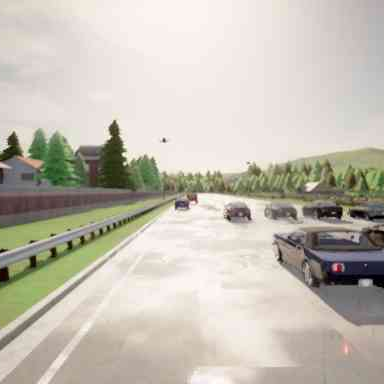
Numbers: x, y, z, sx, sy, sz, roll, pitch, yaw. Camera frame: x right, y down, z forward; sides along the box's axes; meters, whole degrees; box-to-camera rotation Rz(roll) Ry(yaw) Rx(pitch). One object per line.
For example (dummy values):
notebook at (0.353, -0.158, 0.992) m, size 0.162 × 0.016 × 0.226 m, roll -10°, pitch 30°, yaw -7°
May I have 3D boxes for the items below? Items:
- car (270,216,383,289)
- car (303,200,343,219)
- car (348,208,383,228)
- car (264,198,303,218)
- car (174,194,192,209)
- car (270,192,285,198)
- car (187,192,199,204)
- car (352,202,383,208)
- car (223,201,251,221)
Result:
car at (3.597, 1.581, 9.092) m, size 1.895 × 1.301 × 4.718 m, roll 0°, pitch 0°, yaw 0°
car at (10.596, 1.418, 27.370) m, size 1.882 × 1.535 × 5.008 m, roll 0°, pitch 0°, yaw 0°
car at (7.097, 1.469, 10.384) m, size 2.128 × 1.511 × 4.902 m, roll 0°, pitch 0°, yaw 0°
car at (7.097, 1.467, 26.819) m, size 1.812 × 1.442 × 4.674 m, roll 0°, pitch 0°, yaw 0°
car at (-1.228, 1.386, 42.528) m, size 1.882 × 1.535 × 5.008 m, roll 0°, pitch 0°, yaw 0°
car at (22.915, 1.020, 88.638) m, size 3.866 × 1.878 × 1.905 m, roll 0°, pitch 0°, yaw 0°
car at (-0.002, 1.087, 60.335) m, size 2.150 × 2.045 × 5.566 m, roll 0°, pitch 0°, yaw 0°
car at (14.096, 1.506, 26.340) m, size 1.994 × 1.385 × 4.181 m, roll 0°, pitch 0°, yaw 0°
car at (3.597, 1.467, 26.805) m, size 1.812 × 1.442 × 4.674 m, roll 0°, pitch 0°, yaw 0°
